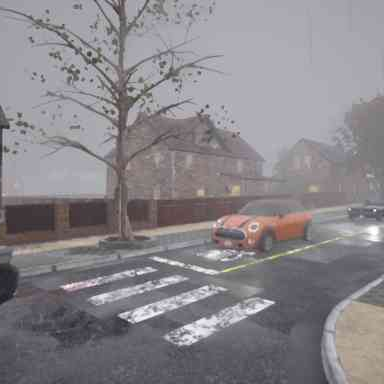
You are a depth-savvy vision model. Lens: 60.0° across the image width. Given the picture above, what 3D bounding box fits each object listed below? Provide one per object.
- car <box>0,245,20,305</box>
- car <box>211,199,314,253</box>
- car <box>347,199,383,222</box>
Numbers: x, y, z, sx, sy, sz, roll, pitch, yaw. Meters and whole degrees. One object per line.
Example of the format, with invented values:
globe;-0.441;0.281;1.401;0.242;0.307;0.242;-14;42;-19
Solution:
car;-5.225;1.453;4.812;1.837;1.490;4.892;1;1;45
car;2.800;1.107;12.767;4.553;1.767;2.097;-1;2;-45
car;11.876;1.135;21.777;4.718;1.301;1.895;-1;2;-45
